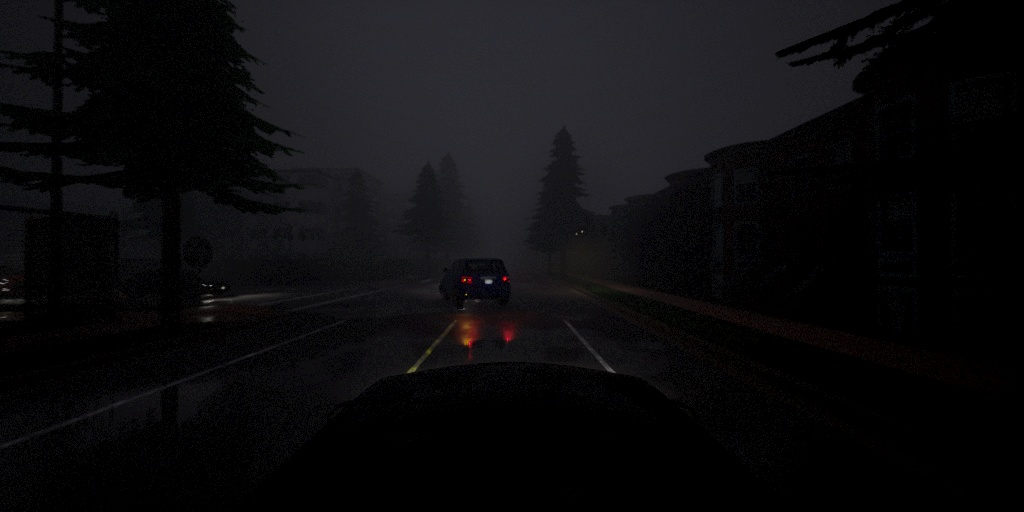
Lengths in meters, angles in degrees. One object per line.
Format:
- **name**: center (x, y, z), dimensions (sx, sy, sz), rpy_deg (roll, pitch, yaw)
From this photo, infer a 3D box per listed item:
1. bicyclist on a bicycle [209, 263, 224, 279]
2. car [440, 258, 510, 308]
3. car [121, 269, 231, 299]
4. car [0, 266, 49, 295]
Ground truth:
- **bicyclist on a bicycle**: center (-23.276, 1.345, 28.156), dimensions (0.582, 1.620, 1.656), rpy_deg (0, 0, 0)
- **car**: center (-1.812, 1.122, 16.327), dimensions (2.150, 2.045, 5.566), rpy_deg (1, -1, -20)
- **car**: center (-17.828, 1.457, 19.145), dimensions (4.892, 1.490, 1.837), rpy_deg (0, -1, 0)
- **car**: center (-27.987, 1.305, 19.222), dimensions (4.553, 1.767, 2.097), rpy_deg (0, -1, 1)
